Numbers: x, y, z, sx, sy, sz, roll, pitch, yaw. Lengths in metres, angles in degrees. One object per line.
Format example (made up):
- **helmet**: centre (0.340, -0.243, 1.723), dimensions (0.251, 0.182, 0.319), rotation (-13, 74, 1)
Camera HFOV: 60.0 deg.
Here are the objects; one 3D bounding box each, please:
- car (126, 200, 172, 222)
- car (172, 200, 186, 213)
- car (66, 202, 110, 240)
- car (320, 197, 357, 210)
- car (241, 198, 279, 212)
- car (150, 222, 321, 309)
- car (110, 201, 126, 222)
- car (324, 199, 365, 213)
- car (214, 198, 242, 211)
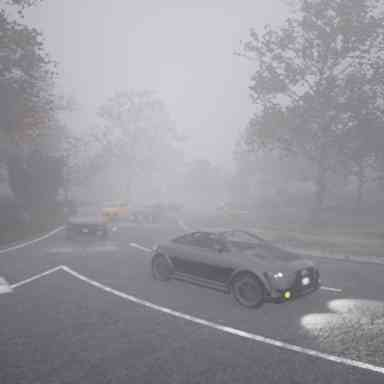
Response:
- **car**: centre (-3.296, 1.573, 26.465), dimensions (1.837, 1.490, 4.892), rotation (-1, 0, 11)
- **car**: centre (-2.625, 1.608, 36.382), dimensions (2.128, 1.511, 4.902), rotation (0, 0, 38)
- **car**: centre (-5.420, 1.486, 17.413), dimensions (1.882, 1.535, 5.008), rotation (1, 0, -15)
- **car**: centre (20.075, 1.717, 44.747), dimensions (5.566, 2.045, 2.150), rotation (1, 0, 15)
- **car**: centre (8.756, 1.749, 41.187), dimensions (4.181, 1.385, 1.994), rotation (0, 0, -17)
- **car**: centre (0.871, 1.604, 8.103), dimensions (4.181, 1.385, 1.994), rotation (0, 0, 44)
- **car**: centre (-6.314, 1.514, 26.961), dimensions (1.882, 1.535, 5.008), rotation (1, 0, 11)
- **car**: centre (19.271, 1.938, 41.595), dimensions (4.181, 1.385, 1.994), rotation (1, 0, 15)
- **car**: centre (5.111, 1.530, 42.961), dimensions (4.553, 1.767, 2.097), rotation (0, 0, -24)
